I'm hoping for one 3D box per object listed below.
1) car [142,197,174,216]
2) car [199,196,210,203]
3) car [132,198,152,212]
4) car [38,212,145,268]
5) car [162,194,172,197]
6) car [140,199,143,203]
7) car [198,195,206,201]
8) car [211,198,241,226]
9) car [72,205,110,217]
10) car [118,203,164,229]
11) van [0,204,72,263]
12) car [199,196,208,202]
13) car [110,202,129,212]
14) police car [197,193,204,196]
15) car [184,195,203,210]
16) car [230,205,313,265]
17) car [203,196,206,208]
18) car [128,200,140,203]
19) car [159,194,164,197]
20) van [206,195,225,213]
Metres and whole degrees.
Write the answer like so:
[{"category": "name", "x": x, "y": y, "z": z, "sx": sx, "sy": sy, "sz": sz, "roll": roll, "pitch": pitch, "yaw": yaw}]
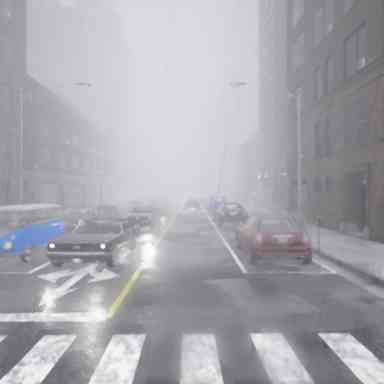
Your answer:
[{"category": "car", "x": -3.137, "y": 1.520, "z": 32.115, "sx": 2.033, "sy": 1.411, "sz": 5.357, "roll": 0, "pitch": 0, "yaw": 0}, {"category": "car", "x": 2.567, "y": 1.492, "z": 68.358, "sx": 1.947, "sy": 1.339, "sz": 4.313, "roll": 0, "pitch": 0, "yaw": 0}, {"category": "car", "x": -5.916, "y": 1.490, "z": 39.821, "sx": 1.752, "sy": 1.417, "sz": 4.829, "roll": 0, "pitch": 0, "yaw": 0}, {"category": "car", "x": -3.115, "y": 1.592, "z": 11.442, "sx": 1.895, "sy": 1.301, "sz": 4.718, "roll": 0, "pitch": 0, "yaw": 3}, {"category": "car", "x": -5.959, "y": 1.243, "z": 68.333, "sx": 2.192, "sy": 1.841, "sz": 5.009, "roll": 0, "pitch": 0, "yaw": 0}, {"category": "car", "x": -5.908, "y": 1.537, "z": 34.323, "sx": 1.947, "sy": 1.339, "sz": 4.313, "roll": 0, "pitch": 0, "yaw": 0}, {"category": "car", "x": 2.542, "y": 1.482, "z": 85.365, "sx": 1.802, "sy": 1.307, "sz": 4.206, "roll": 0, "pitch": 0, "yaw": 0}, {"category": "car", "x": 2.635, "y": 1.420, "z": 23.003, "sx": 1.967, "sy": 1.590, "sz": 4.097, "roll": 0, "pitch": 0, "yaw": 0}, {"category": "car", "x": -5.882, "y": 1.427, "z": 17.318, "sx": 1.967, "sy": 1.590, "sz": 4.097, "roll": 0, "pitch": 0, "yaw": 0}, {"category": "car", "x": -3.129, "y": 1.584, "z": 21.425, "sx": 1.895, "sy": 1.301, "sz": 4.718, "roll": 0, "pitch": 0, "yaw": 0}, {"category": "van", "x": -5.874, "y": 1.333, "z": 11.650, "sx": 1.690, "sy": 1.788, "sz": 3.998, "roll": 0, "pitch": 0, "yaw": 0}, {"category": "car", "x": 2.558, "y": 1.484, "z": 74.027, "sx": 1.947, "sy": 1.339, "sz": 4.313, "roll": 0, "pitch": 0, "yaw": 0}, {"category": "car", "x": -5.891, "y": 1.548, "z": 22.987, "sx": 1.947, "sy": 1.339, "sz": 4.313, "roll": 0, "pitch": 0, "yaw": 0}, {"category": "police car", "x": 2.281, "y": 1.366, "z": 57.770, "sx": 1.930, "sy": 1.638, "sz": 5.238, "roll": 0, "pitch": 0, "yaw": 0}, {"category": "car", "x": 0.040, "y": 1.466, "z": 42.179, "sx": 1.837, "sy": 1.490, "sz": 4.892, "roll": 0, "pitch": 0, "yaw": 0}, {"category": "car", "x": 2.652, "y": 1.430, "z": 11.665, "sx": 1.967, "sy": 1.590, "sz": 4.097, "roll": 0, "pitch": 0, "yaw": 0}, {"category": "car", "x": 2.609, "y": 1.488, "z": 40.181, "sx": 1.752, "sy": 1.417, "sz": 4.829, "roll": 0, "pitch": 0, "yaw": 0}, {"category": "car", "x": -5.899, "y": 1.559, "z": 28.655, "sx": 1.802, "sy": 1.307, "sz": 4.206, "roll": 0, "pitch": 0, "yaw": 0}, {"category": "car", "x": -5.933, "y": 1.496, "z": 51.327, "sx": 1.887, "sy": 1.381, "sz": 4.507, "roll": 0, "pitch": 0, "yaw": 0}, {"category": "van", "x": 2.617, "y": 1.310, "z": 34.341, "sx": 1.690, "sy": 1.788, "sz": 3.998, "roll": 0, "pitch": 0, "yaw": 0}]
